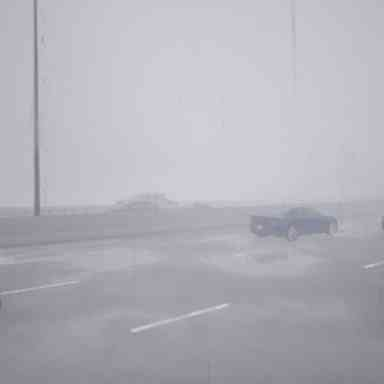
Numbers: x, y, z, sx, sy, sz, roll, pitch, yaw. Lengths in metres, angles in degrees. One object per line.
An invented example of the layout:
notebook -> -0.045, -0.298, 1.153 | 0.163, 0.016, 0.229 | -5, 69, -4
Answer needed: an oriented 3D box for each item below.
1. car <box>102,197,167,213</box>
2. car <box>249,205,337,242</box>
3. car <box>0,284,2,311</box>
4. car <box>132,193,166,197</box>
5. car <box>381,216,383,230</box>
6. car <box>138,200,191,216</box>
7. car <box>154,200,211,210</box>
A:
car -> -4.722, 1.408, 26.414 | 4.892, 1.490, 1.837 | -1, 0, -35
car -> 4.954, 1.365, 15.889 | 5.008, 1.535, 1.882 | -1, 0, -36
car -> -5.550, 1.243, 4.084 | 5.566, 2.045, 2.150 | -1, 0, -36
car -> -5.156, 1.089, 34.687 | 5.566, 2.045, 2.150 | -1, 0, -35
car -> 10.921, 1.337, 15.852 | 4.902, 1.511, 2.128 | -1, 0, -36
car -> -2.618, 1.462, 32.197 | 4.718, 1.301, 1.895 | -1, 0, -35
car -> -0.149, 1.478, 25.369 | 4.718, 1.301, 1.895 | -1, 0, -35
